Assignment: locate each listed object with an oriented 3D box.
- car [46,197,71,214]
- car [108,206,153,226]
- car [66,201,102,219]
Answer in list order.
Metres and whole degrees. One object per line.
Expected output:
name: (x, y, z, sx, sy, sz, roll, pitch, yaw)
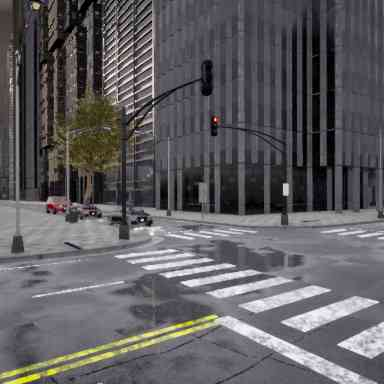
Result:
car: (-16.113, 1.573, 40.326, 2.150, 2.045, 5.566, 0, 0, -35)
car: (-4.489, 1.728, 23.960, 1.994, 1.385, 4.181, 0, 0, -35)
car: (-10.211, 1.817, 31.995, 1.994, 1.385, 4.181, 0, 0, -36)
